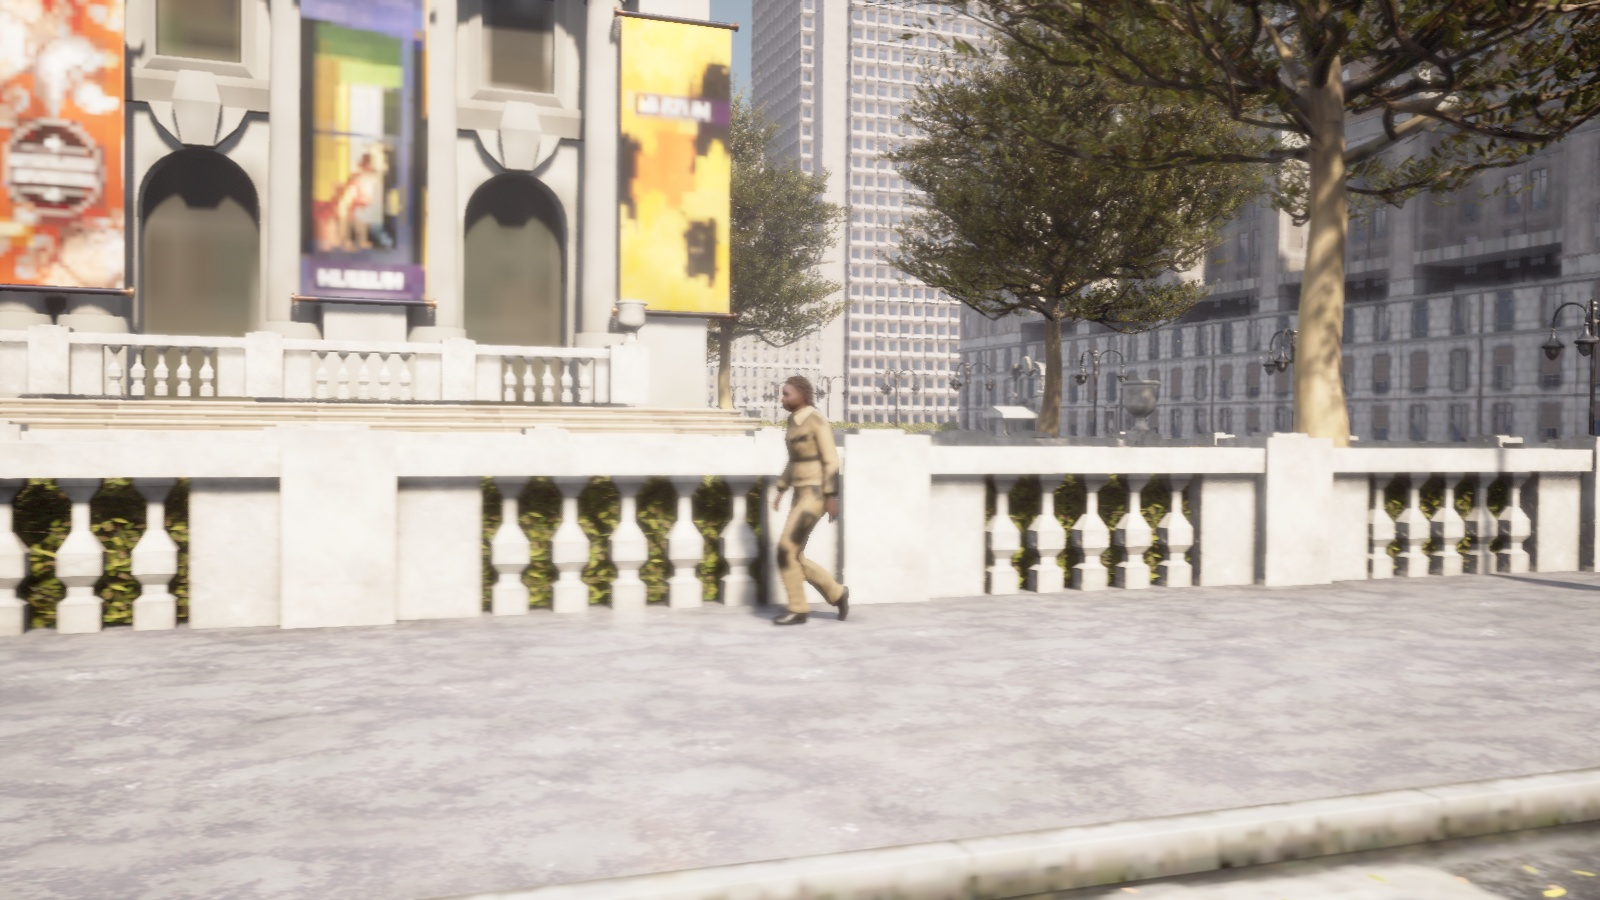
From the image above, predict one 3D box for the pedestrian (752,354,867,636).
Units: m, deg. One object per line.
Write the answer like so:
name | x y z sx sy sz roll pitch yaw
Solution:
pedestrian | 0.065 0.303 8.912 0.692 1.930 0.396 -1 1 -20
